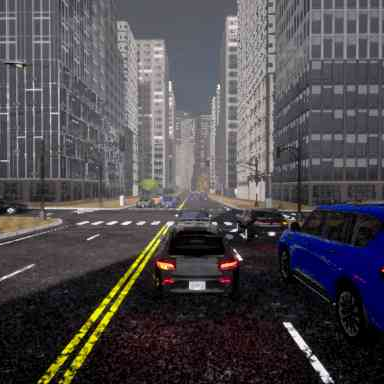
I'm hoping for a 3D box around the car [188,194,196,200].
[{"bbox_3d":[-0.079,1.282,89.627,2.033,1.411,5.357,0,0,0],"label":"car"}]

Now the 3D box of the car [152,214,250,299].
[{"bbox_3d":[0.092,1.522,8.310,1.812,1.442,4.674,0,0,0],"label":"car"}]

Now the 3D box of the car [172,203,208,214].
[{"bbox_3d":[0.086,1.538,17.584,2.033,1.411,5.357,0,0,0],"label":"car"}]

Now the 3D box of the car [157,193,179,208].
[{"bbox_3d":[-3.387,1.318,47.921,2.097,1.767,4.553,0,0,0],"label":"car"}]

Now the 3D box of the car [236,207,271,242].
[{"bbox_3d":[3.336,1.496,16.314,1.837,1.490,4.892,0,0,0],"label":"car"}]

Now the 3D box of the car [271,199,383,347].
[{"bbox_3d":[3.348,1.218,6.453,2.150,2.045,5.566,0,0,0],"label":"car"}]

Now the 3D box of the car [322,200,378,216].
[{"bbox_3d":[16.196,1.616,34.219,4.892,1.490,1.837,0,1,0],"label":"car"}]

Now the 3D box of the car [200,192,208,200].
[{"bbox_3d":[3.171,0.968,89.659,2.150,2.045,5.566,0,0,0],"label":"car"}]

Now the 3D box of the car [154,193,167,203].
[{"bbox_3d":[-6.563,1.165,69.627,2.150,2.045,5.566,0,0,0],"label":"car"}]

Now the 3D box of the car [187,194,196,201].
[{"bbox_3d":[-0.070,1.443,79.627,1.812,1.442,4.674,0,0,0],"label":"car"}]

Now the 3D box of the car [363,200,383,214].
[{"bbox_3d":[21.777,1.643,36.725,4.829,1.417,1.752,1,0,1],"label":"car"}]

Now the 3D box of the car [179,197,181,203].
[{"bbox_3d":[-3.383,1.502,58.131,2.033,1.411,5.357,0,0,0],"label":"car"}]

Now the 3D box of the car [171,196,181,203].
[{"bbox_3d":[-3.316,1.505,68.943,1.994,1.385,4.181,0,0,0],"label":"car"}]

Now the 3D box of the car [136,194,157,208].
[{"bbox_3d":[-6.669,1.318,47.873,2.097,1.767,4.553,0,0,1],"label":"car"}]

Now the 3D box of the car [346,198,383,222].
[{"bbox_3d":[16.176,1.519,28.434,5.009,1.841,2.192,1,0,1],"label":"car"}]

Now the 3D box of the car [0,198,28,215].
[{"bbox_3d":[-18.263,1.332,31.566,5.008,1.535,1.882,0,1,1],"label":"car"}]

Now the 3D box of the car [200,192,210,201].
[{"bbox_3d":[3.180,1.443,79.630,1.812,1.442,4.674,0,0,0],"label":"car"}]
